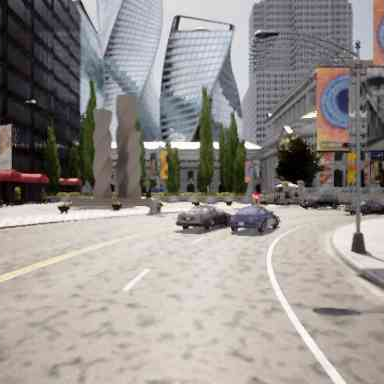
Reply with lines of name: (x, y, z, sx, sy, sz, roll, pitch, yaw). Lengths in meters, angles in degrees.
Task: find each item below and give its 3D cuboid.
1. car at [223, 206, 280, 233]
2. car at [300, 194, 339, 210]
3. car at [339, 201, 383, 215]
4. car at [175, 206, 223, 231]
car: (3.838, 1.579, 20.081, 1.812, 1.442, 4.674, -1, -1, 30)
car: (17.380, 1.307, 45.169, 5.566, 2.045, 2.150, 0, 0, -22)
car: (18.200, 1.642, 34.422, 5.357, 1.411, 2.033, 0, 0, -27)
car: (0.953, 1.590, 21.297, 2.033, 1.411, 5.357, 0, 0, 28)
